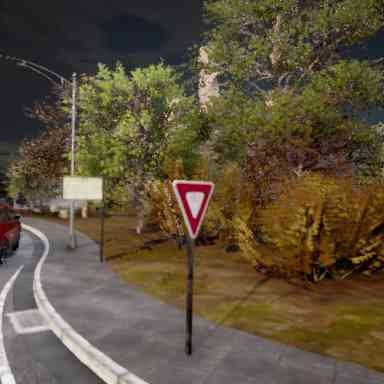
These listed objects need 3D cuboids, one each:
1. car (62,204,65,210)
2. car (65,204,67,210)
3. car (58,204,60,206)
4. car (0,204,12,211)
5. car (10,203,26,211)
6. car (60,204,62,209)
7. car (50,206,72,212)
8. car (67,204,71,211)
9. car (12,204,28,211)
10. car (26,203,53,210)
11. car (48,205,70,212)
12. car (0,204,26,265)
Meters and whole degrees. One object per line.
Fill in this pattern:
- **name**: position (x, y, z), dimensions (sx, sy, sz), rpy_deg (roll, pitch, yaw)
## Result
- **car**: position (-30.112, 3.321, 69.404), dimensions (5.366, 1.575, 1.946), rpy_deg (1, -4, -13)
- **car**: position (-31.212, 3.527, 74.795), dimensions (4.553, 1.767, 2.185), rpy_deg (1, -3, -13)
- **car**: position (-28.673, 2.991, 64.091), dimensions (4.892, 1.521, 2.231), rpy_deg (1, -4, -13)
- **car**: position (-38.468, 3.175, 67.359), dimensions (2.128, 1.511, 4.902), rpy_deg (1, -4, -13)
- **car**: position (-41.121, 3.586, 78.725), dimensions (2.097, 1.767, 4.553), rpy_deg (1, -3, -13)
- **car**: position (-29.276, 3.192, 66.767), dimensions (4.792, 1.488, 2.163), rpy_deg (1, -4, -13)
- **car**: position (-33.661, 4.285, 85.520), dimensions (4.792, 1.488, 2.163), rpy_deg (1, -3, -13)
- **car**: position (-32.435, 4.000, 80.155), dimensions (4.674, 1.452, 2.002), rpy_deg (1, -3, -13)
- **car**: position (-35.398, 3.295, 68.497), dimensions (1.994, 1.385, 4.181), rpy_deg (1, -4, -13)
- **car**: position (-27.433, 2.643, 58.735), dimensions (4.892, 1.521, 2.231), rpy_deg (1, -4, -13)
- **car**: position (-33.093, 4.140, 82.830), dimensions (4.792, 1.488, 2.163), rpy_deg (1, -3, -13)
- **car**: position (-7.917, 1.449, 12.487), dimensions (2.150, 2.045, 5.566), rpy_deg (1, 0, -20)
